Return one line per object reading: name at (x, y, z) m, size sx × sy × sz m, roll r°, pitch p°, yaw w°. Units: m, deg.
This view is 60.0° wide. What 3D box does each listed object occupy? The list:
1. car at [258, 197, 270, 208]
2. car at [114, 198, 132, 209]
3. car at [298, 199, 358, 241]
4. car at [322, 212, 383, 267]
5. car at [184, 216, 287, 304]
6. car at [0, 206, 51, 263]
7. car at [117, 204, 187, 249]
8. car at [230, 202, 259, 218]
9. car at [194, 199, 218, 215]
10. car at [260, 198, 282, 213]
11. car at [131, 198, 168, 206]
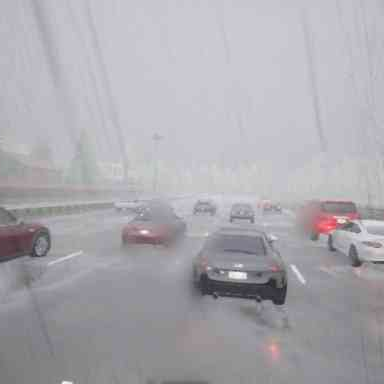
car at (11.352, 1.527, 51.752) m, size 2.097 × 1.767 × 4.553 m, roll 2°, pitch 0°, yaw 9°
car at (-5.750, 1.241, 32.144) m, size 1.895 × 1.301 × 4.718 m, roll 2°, pitch 0°, yaw 9°
car at (7.142, 1.402, 17.684) m, size 2.150 × 2.045 × 5.566 m, roll 2°, pitch 0°, yaw 9°
car at (6.209, 1.698, 11.727) m, size 1.812 × 1.442 × 4.674 m, roll 2°, pitch 0°, yaw 9°
car at (1.185, 1.568, 8.352) m, size 1.994 × 1.385 × 4.181 m, roll 2°, pitch 0°, yaw 9°
car at (-5.797, 1.097, 8.922) m, size 2.097 × 1.767 × 4.553 m, roll 2°, pitch 0°, yaw 9°
car at (-1.447, 1.444, 14.220) m, size 1.994 × 1.385 × 4.181 m, roll 2°, pitch 0°, yaw 9°
car at (3.961, 1.570, 26.277) m, size 2.033 × 1.411 × 5.357 m, roll 2°, pitch 0°, yaw 9°
car at (1.351, 1.390, 32.270) m, size 2.128 × 1.511 × 4.902 m, roll 2°, pitch 0°, yaw 9°
car at (9.425, 1.763, 39.242) m, size 1.895 × 1.301 × 4.718 m, roll 2°, pitch 0°, yaw 9°
car at (-2.951, 1.312, 27.359) m, size 2.033 × 1.411 × 5.357 m, roll 2°, pitch 0°, yaw 9°
